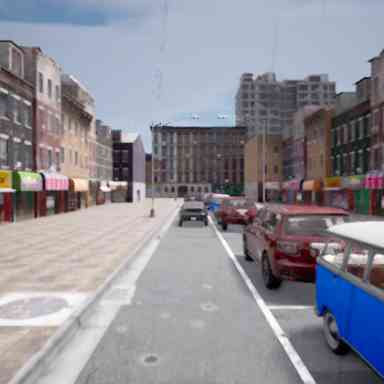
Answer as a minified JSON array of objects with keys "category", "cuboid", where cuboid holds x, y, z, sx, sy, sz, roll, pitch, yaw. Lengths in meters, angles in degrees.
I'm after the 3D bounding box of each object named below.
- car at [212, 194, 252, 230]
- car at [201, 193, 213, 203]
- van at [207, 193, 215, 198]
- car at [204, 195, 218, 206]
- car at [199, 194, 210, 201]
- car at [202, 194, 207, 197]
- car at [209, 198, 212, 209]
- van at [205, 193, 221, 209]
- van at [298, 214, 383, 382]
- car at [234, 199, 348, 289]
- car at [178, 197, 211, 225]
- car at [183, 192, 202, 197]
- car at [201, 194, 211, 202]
[{"category":"car","cuboid":[2.625,1.186,19.889,2.192,1.841,5.009,0,0,0]},{"category":"car","cuboid":[2.607,1.067,58.218,1.967,1.590,4.097,0,0,0]},{"category":"van","cuboid":[2.620,1.143,30.840,1.690,1.788,3.998,0,0,0]},{"category":"car","cuboid":[2.612,1.221,47.437,1.752,1.417,4.829,0,0,0]},{"category":"car","cuboid":[2.602,1.107,69.169,2.008,1.369,4.403,0,0,0]},{"category":"car","cuboid":[2.617,1.082,36.315,2.192,1.841,5.009,0,0,0]},{"category":"car","cuboid":[2.623,1.387,25.366,2.008,1.369,4.403,0,0,0]},{"category":"van","cuboid":[2.615,1.073,41.790,1.690,1.788,3.998,0,0,0]},{"category":"van","cuboid":[2.633,1.318,3.463,1.690,1.788,3.998,0,0,0]},{"category":"car","cuboid":[2.629,1.256,8.936,2.192,1.841,5.009,0,0,0]},{"category":"car","cuboid":[0.090,1.359,22.634,1.837,1.490,4.892,0,0,0]},{"category":"car","cuboid":[0.085,0.954,41.730,2.150,2.045,5.566,0,0,0]},{"category":"car","cuboid":[2.604,1.116,63.864,1.752,1.417,4.829,0,0,0]}]
